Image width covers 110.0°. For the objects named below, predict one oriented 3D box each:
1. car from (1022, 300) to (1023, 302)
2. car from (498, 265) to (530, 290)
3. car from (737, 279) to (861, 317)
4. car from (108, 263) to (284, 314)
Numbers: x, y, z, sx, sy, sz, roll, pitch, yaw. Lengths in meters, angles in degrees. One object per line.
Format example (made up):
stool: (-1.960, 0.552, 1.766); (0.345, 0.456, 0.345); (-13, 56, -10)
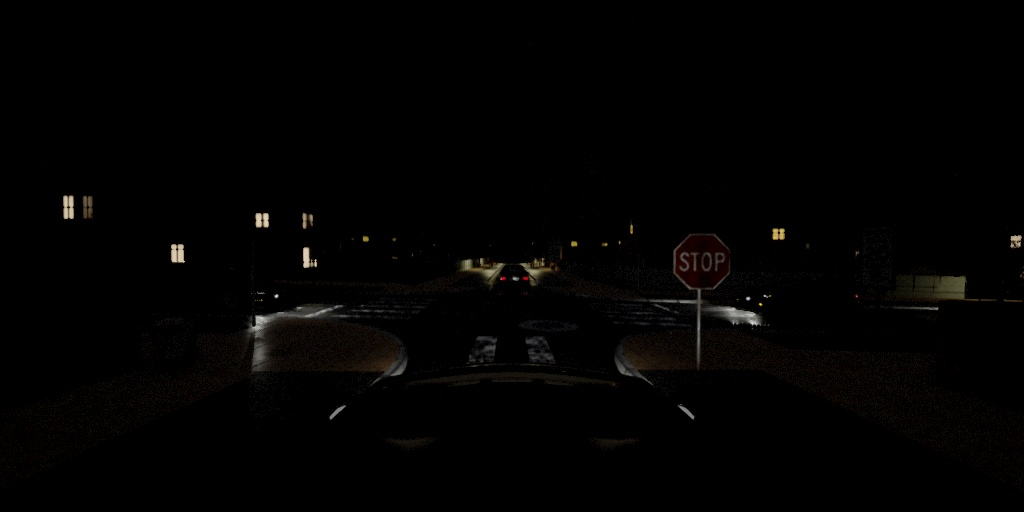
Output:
car: (24.658, 1.991, 15.119); (4.674, 1.442, 1.812); (2, 1, 0)
car: (0.108, 1.288, 22.133); (2.033, 1.411, 5.357); (0, 0, -1)
car: (11.901, 1.661, 15.043); (4.181, 1.385, 1.994); (2, 1, -1)
car: (-10.390, 1.015, 12.021); (4.892, 1.490, 1.837); (2, 1, -3)
